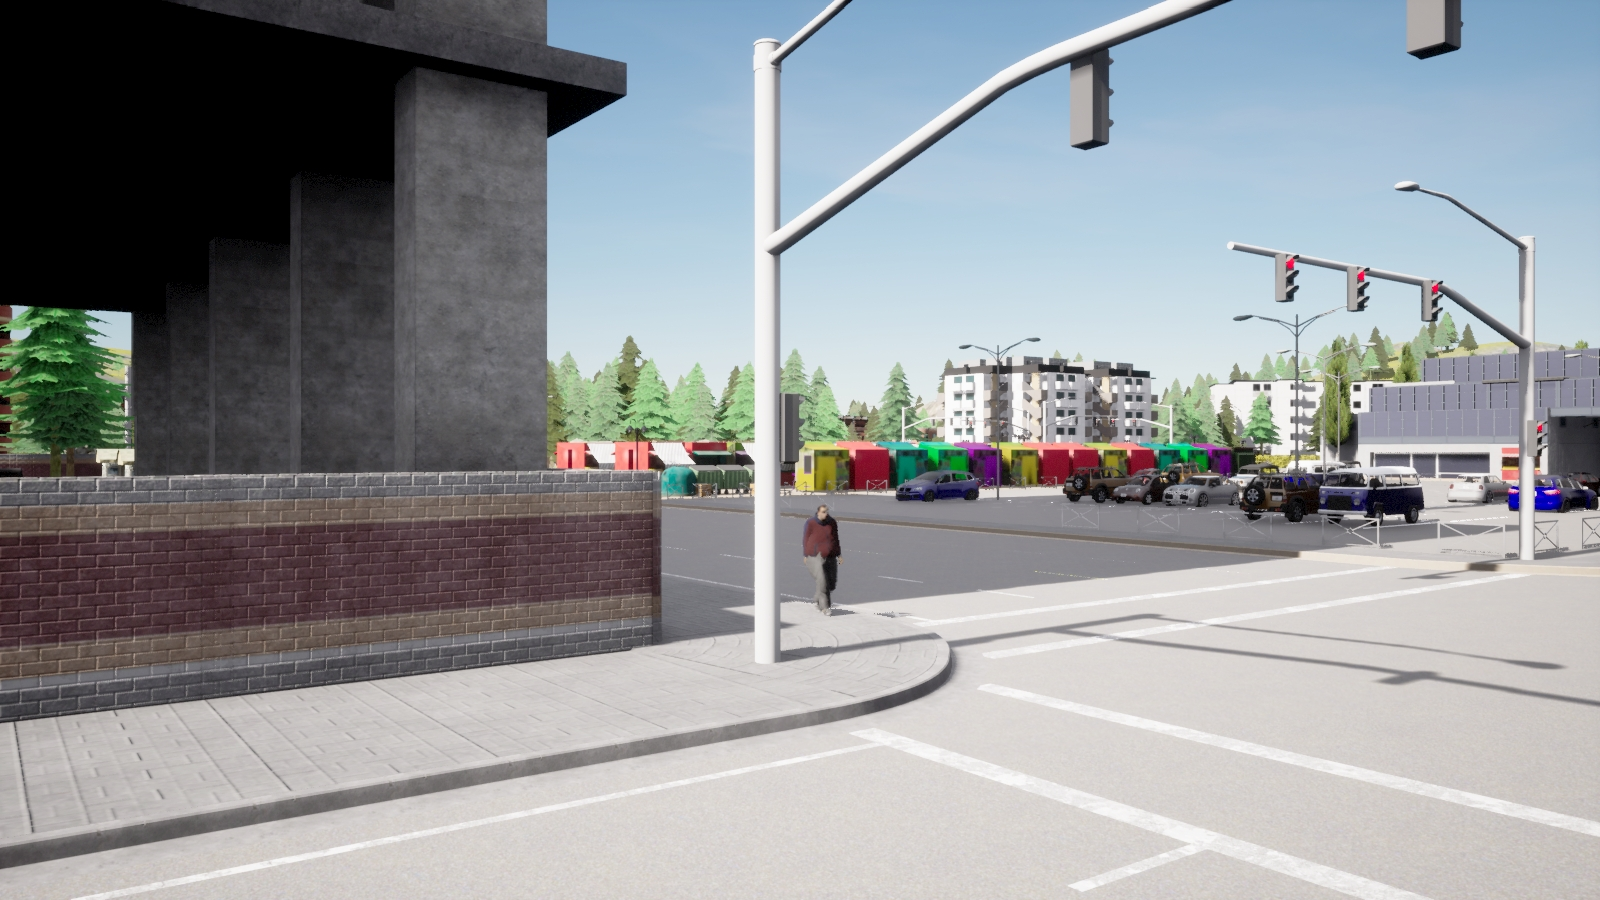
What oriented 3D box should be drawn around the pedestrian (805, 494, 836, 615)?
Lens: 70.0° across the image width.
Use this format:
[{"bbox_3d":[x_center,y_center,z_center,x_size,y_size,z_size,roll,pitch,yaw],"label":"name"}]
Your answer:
[{"bbox_3d":[0.323,1.642,18.041,0.375,1.860,0.375,0,0,-24],"label":"pedestrian"}]
